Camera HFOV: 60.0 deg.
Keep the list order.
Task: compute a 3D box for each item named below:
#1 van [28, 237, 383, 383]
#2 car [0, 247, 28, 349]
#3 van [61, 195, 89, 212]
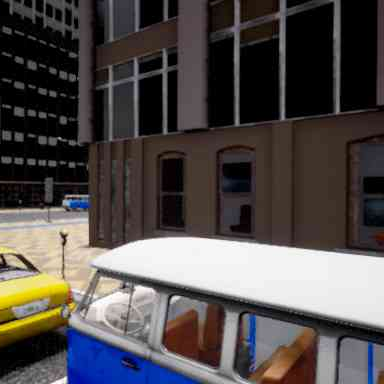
[{"bbox_3d":[0.760,1.336,2.331,3.998,1.788,1.690,1,0,35],"label":"van"},{"bbox_3d":[-3.992,1.479,5.720,4.829,1.417,1.752,0,0,35],"label":"car"},{"bbox_3d":[-12.695,1.235,37.549,1.690,1.788,3.998,0,0,36],"label":"van"}]
